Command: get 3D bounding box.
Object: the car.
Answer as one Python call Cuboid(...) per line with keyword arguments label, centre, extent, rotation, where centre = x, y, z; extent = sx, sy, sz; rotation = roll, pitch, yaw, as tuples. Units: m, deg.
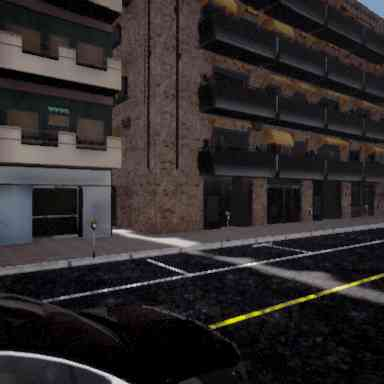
Cuboid(label="car", centre=(-1.704, 1.503, 2.218), extent=(4.892, 1.490, 1.837), rotation=(0, 0, -36))
